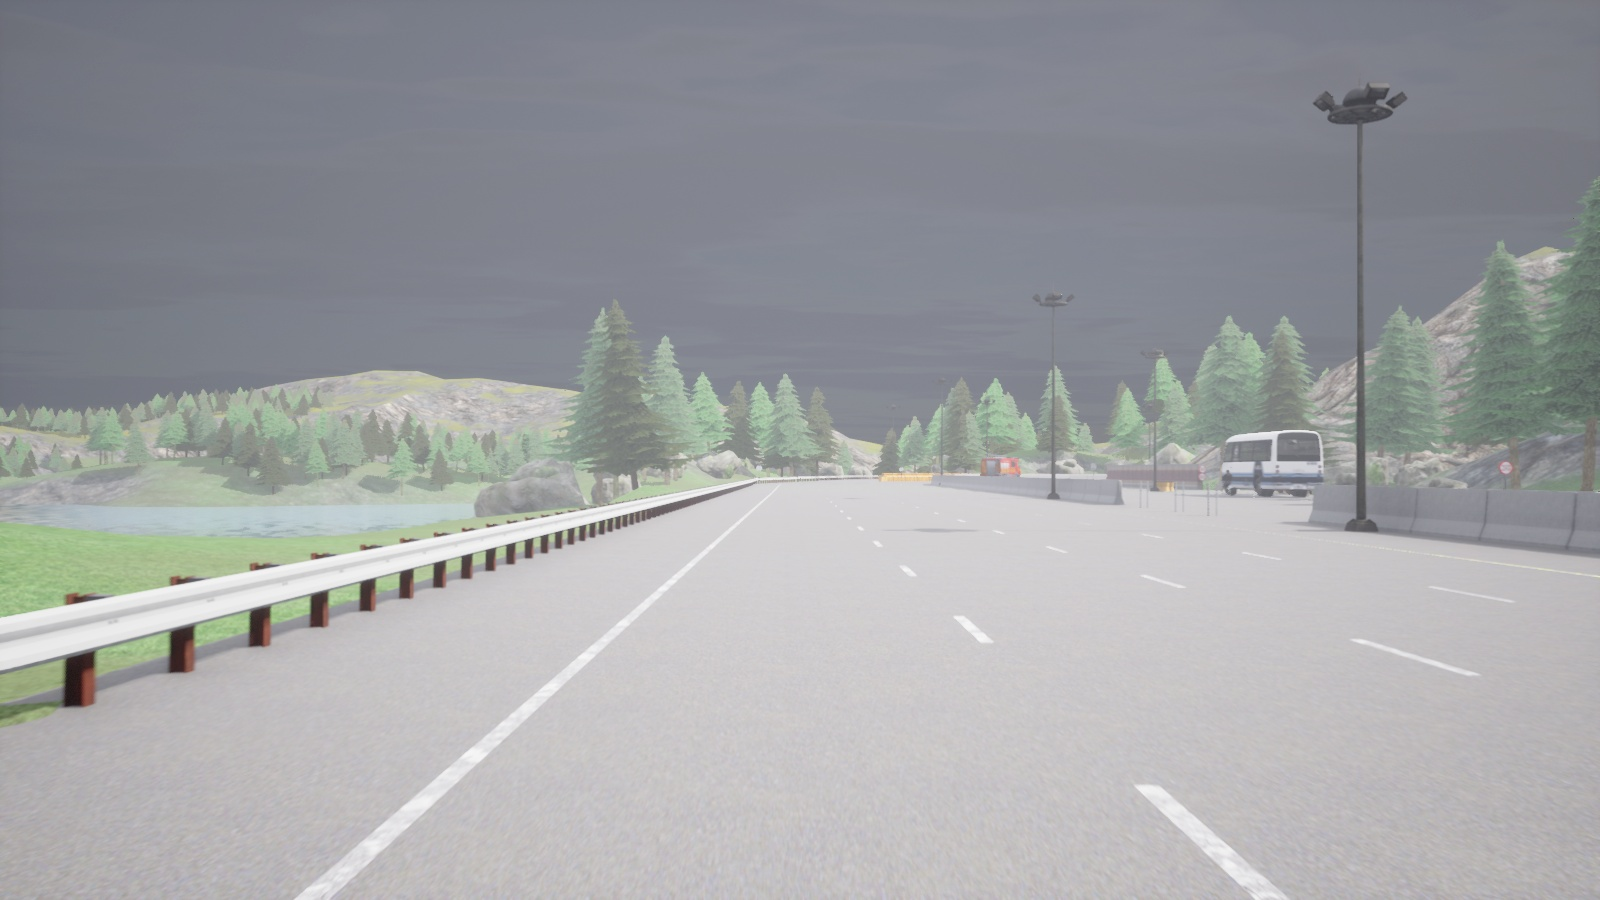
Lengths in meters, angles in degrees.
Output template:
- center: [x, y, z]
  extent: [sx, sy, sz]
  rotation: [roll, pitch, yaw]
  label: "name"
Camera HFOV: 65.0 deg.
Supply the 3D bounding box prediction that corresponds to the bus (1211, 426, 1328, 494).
- center: [31.298, 0.725, 84.335]
  extent: [3.944, 4.253, 10.273]
  rotation: [0, -1, 0]
  label: "bus"
